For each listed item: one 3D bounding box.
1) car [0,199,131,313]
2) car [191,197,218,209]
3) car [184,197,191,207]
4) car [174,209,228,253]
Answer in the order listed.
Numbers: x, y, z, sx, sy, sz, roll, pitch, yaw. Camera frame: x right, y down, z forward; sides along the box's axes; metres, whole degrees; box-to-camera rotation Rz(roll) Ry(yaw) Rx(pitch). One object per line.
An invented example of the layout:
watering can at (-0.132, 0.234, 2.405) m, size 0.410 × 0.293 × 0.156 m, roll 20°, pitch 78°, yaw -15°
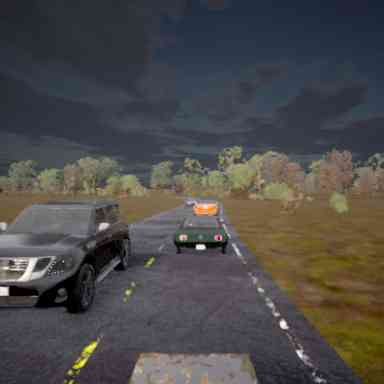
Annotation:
car at (-2.979, 1.220, 8.023) m, size 2.150 × 2.045 × 5.566 m, roll 0°, pitch 0°, yaw 1°
car at (1.316, 1.355, 30.567) m, size 2.097 × 1.767 × 4.553 m, roll 0°, pitch 0°, yaw 4°
car at (-0.152, 1.494, 51.451) m, size 2.128 × 1.511 × 4.902 m, roll 0°, pitch 0°, yaw 5°
car at (0.376, 1.603, 13.638) m, size 1.895 × 1.301 × 4.718 m, roll 0°, pitch 0°, yaw 2°
